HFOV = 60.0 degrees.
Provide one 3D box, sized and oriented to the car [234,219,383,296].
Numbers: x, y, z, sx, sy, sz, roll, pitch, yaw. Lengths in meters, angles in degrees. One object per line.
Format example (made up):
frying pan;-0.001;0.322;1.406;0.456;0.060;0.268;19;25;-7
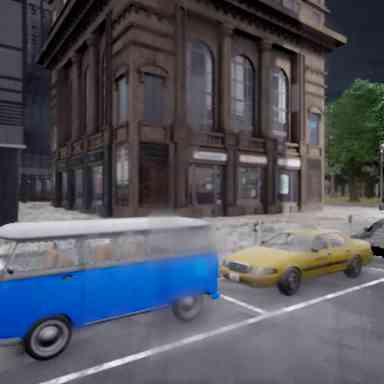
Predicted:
car;2.895;1.554;8.720;4.829;1.417;1.752;0;0;-36

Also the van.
van;-1.391;1.351;5.658;3.998;1.788;1.690;0;0;-36
